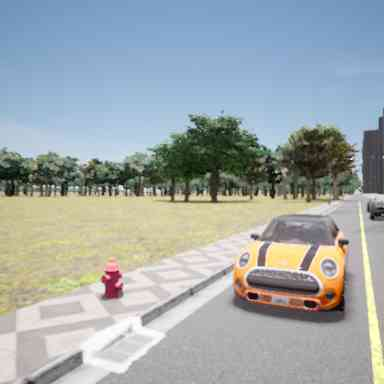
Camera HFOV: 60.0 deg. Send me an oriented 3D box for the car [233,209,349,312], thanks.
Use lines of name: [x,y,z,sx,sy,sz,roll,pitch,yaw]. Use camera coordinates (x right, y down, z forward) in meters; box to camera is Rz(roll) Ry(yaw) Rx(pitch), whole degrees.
car: [2.592,1.368,8.013,2.097,1.767,4.553,0,0,26]

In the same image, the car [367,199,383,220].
car: [16.261,1.561,28.417,1.837,1.490,4.892,0,0,26]
